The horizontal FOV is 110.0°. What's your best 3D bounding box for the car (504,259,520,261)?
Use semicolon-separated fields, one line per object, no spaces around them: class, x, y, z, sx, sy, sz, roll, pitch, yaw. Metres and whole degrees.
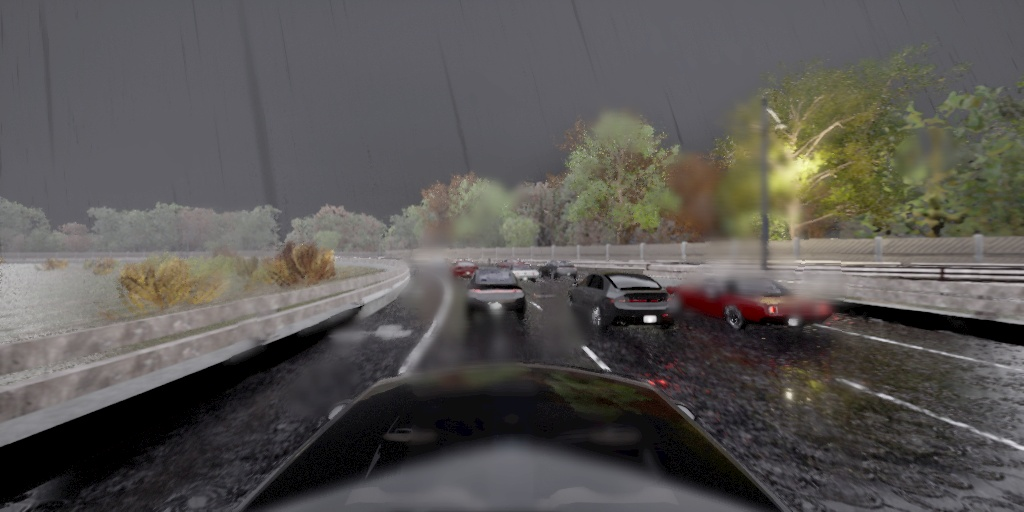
car;-0.175;1.053;43.846;1.812;1.442;4.674;-1;0;-34

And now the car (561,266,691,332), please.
car;3.000;1.205;10.711;1.837;1.490;4.892;0;0;-5

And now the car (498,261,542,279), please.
car;0.399;1.238;26.529;1.895;1.301;4.718;0;0;-13

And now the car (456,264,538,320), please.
car;-0.667;1.198;12.377;2.128;1.511;4.902;0;0;-6

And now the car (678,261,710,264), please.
car;13.397;1.094;26.980;5.357;1.411;2.033;0;0;45

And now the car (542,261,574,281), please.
car;3.528;1.110;28.313;2.128;1.511;4.902;0;0;-14

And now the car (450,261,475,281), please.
car;-3.940;1.123;29.314;1.882;1.535;5.008;0;0;-15

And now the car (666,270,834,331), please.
car;6.537;1.288;10.736;1.895;1.301;4.718;0;0;-5
